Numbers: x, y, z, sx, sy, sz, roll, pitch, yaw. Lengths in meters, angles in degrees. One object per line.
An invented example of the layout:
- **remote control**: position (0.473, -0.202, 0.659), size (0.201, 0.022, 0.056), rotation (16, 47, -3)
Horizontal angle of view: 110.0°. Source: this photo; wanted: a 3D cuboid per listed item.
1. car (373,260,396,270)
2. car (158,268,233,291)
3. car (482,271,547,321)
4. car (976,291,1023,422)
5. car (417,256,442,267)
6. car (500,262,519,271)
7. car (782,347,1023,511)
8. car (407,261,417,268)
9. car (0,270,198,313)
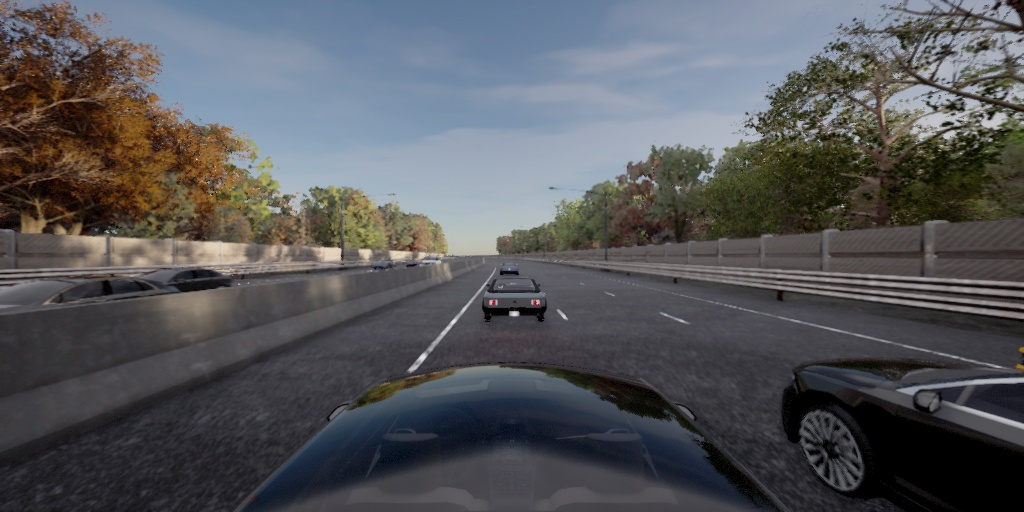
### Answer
- **car**: position (-18.277, 1.317, 51.590), size (2.033, 1.411, 5.357), rotation (0, 0, -1)
- **car**: position (-14.161, 1.263, 14.988), size (1.837, 1.490, 4.892), rotation (0, 0, 0)
- **car**: position (0.058, 1.356, 12.426), size (1.895, 1.301, 4.718), rotation (0, 0, 0)
- **car**: position (7.091, 1.226, 2.251), size (1.882, 1.535, 5.008), rotation (0, 0, 0)
- **car**: position (-11.257, 0.992, 50.128), size (2.150, 2.045, 5.566), rotation (0, 0, -1)
- **car**: position (-0.310, 1.331, 39.116), size (1.994, 1.385, 4.181), rotation (0, 0, -1)
- **car**: position (3.592, 1.239, 1.570), size (2.128, 1.511, 4.902), rotation (0, 0, 0)
- **car**: position (-14.903, 1.372, 56.017), size (1.895, 1.301, 4.718), rotation (0, 0, -1)
- **car**: position (-10.622, 1.260, 8.554), size (1.837, 1.490, 4.892), rotation (0, 0, 0)
